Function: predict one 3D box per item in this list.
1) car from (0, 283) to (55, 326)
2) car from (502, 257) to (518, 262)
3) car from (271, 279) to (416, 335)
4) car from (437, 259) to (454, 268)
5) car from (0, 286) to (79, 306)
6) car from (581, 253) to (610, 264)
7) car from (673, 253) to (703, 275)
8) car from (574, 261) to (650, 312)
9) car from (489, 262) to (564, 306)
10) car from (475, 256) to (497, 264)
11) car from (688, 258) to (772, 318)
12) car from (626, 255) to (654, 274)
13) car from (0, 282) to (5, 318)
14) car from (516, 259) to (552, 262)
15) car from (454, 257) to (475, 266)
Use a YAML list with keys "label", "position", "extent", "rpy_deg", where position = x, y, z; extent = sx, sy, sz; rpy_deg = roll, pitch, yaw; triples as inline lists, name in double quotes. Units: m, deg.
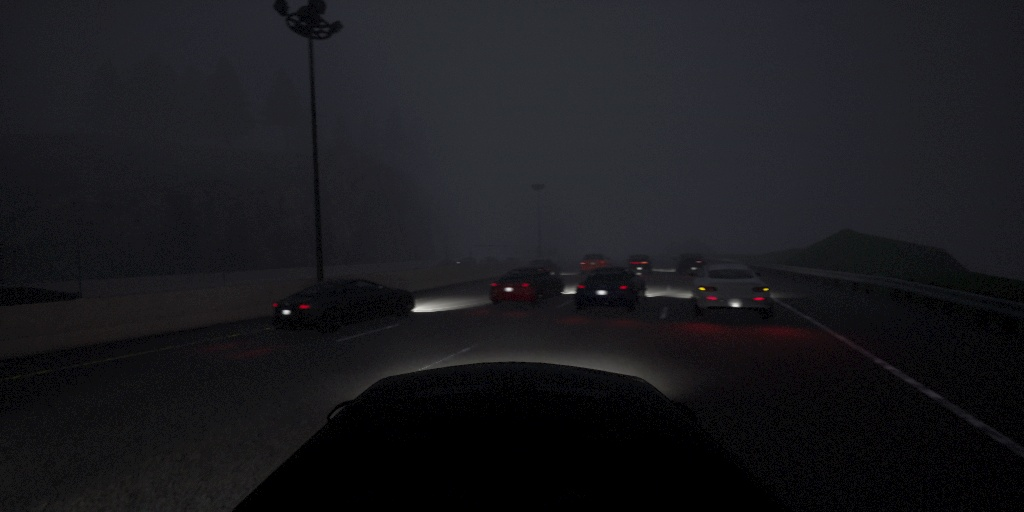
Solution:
- label: "car"
  position: [-20.378, 1.915, 12.405]
  extent: [2.033, 1.411, 5.357]
  rpy_deg: [-2, 1, 29]
- label: "car"
  position: [-0.125, 0.818, 54.866]
  extent: [1.895, 1.301, 4.718]
  rpy_deg: [-2, 1, 13]
- label: "car"
  position: [-5.014, 1.396, 11.210]
  extent: [1.994, 1.385, 4.181]
  rpy_deg: [-2, 1, 27]
- label: "car"
  position: [-10.340, 1.131, 57.282]
  extent: [1.994, 1.385, 4.181]
  rpy_deg: [-2, 1, 13]
- label: "car"
  position: [-17.101, 1.767, 11.190]
  extent: [1.837, 1.490, 4.892]
  rpy_deg: [-2, 1, 29]
- label: "car"
  position: [7.173, 0.554, 30.547]
  extent: [2.097, 1.767, 4.553]
  rpy_deg: [-2, 1, 20]
- label: "car"
  position: [13.198, 0.532, 26.646]
  extent: [1.837, 1.490, 4.892]
  rpy_deg: [-2, 1, 21]
- label: "car"
  position: [3.663, 1.068, 13.050]
  extent: [1.994, 1.385, 4.181]
  rpy_deg: [-2, 1, 25]
- label: "car"
  position: [0.739, 1.152, 15.041]
  extent: [1.994, 1.385, 4.181]
  rpy_deg: [-2, 1, 25]
- label: "car"
  position: [-3.554, 0.827, 55.594]
  extent: [2.128, 1.511, 4.902]
  rpy_deg: [-2, 1, 13]
- label: "car"
  position: [6.660, 0.942, 11.217]
  extent: [1.812, 1.442, 4.674]
  rpy_deg: [-2, 1, 25]
- label: "car"
  position: [10.247, 0.615, 28.755]
  extent: [1.837, 1.490, 4.892]
  rpy_deg: [-2, 1, 20]
- label: "car"
  position: [-23.744, 1.966, 13.625]
  extent: [2.128, 1.511, 4.902]
  rpy_deg: [-2, 1, 29]
- label: "car"
  position: [2.368, 0.951, 27.571]
  extent: [2.033, 1.411, 5.357]
  rpy_deg: [-2, 1, 21]
- label: "car"
  position: [-6.945, 0.971, 56.445]
  extent: [1.837, 1.490, 4.892]
  rpy_deg: [-2, 0, 13]
